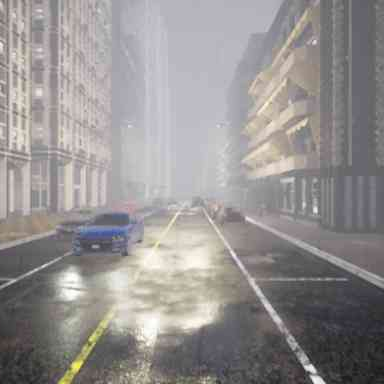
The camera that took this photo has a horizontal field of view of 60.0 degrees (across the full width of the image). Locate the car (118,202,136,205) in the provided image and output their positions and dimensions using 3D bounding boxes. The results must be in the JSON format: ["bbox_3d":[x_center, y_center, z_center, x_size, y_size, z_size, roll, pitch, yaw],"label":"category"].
[{"bbox_3d":[-5.690,1.566,28.873,1.887,1.381,4.507,0,0,0],"label":"car"}]

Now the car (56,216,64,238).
[{"bbox_3d":[-5.690,1.563,17.575,2.008,1.369,4.403,0,0,0],"label":"car"}]

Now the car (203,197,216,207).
[{"bbox_3d":[2.690,1.570,51.637,1.752,1.417,4.829,0,0,0],"label":"car"}]

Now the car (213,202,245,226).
[{"bbox_3d":[2.690,1.598,23.225,1.802,1.307,4.206,0,0,0],"label":"car"}]

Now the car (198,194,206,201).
[{"bbox_3d":[2.689,1.419,91.008,2.192,1.841,5.009,0,0,0],"label":"car"}]

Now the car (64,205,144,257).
[{"bbox_3d":[-3.101,1.486,13.192,1.882,1.535,5.008,0,0,0],"label":"car"}]

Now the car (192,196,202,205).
[{"bbox_3d":[0.899,1.514,62.720,1.801,1.575,5.366,0,0,0],"label":"car"}]

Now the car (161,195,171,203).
[{"bbox_3d":[-5.692,1.517,74.062,1.967,1.590,4.097,0,0,0],"label":"car"}]

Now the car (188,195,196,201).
[{"bbox_3d":[-0.001,1.483,81.672,1.812,1.442,4.674,0,0,0],"label":"car"}]

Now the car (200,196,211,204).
[{"bbox_3d":[2.689,1.618,68.413,2.008,1.369,4.403,0,0,0],"label":"car"}]

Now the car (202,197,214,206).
[{"bbox_3d":[2.690,1.617,57.116,1.947,1.339,4.313,0,0,0],"label":"car"}]

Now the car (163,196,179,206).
[{"bbox_3d":[-3.056,1.596,54.952,2.033,1.411,5.357,0,0,1],"label":"car"}]

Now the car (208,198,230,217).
[{"bbox_3d":[2.690,1.461,28.873,1.967,1.590,4.097,0,0,0],"label":"car"}]

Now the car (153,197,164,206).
[{"bbox_3d":[-5.692,1.618,57.115,1.947,1.339,4.313,0,0,0],"label":"car"}]

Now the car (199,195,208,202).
[{"bbox_3d":[2.688,1.525,79.710,1.967,1.590,4.097,0,0,0],"label":"car"}]

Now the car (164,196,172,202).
[{"bbox_3d":[-5.692,1.611,79.539,1.752,1.417,4.829,0,0,0],"label":"car"}]

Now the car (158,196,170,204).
[{"bbox_3d":[-5.691,1.618,68.412,2.008,1.369,4.403,0,0,0],"label":"car"}]

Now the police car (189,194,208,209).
[{"bbox_3d":[0.899,1.464,46.640,1.930,1.638,5.238,0,0,0],"label":"police car"}]
